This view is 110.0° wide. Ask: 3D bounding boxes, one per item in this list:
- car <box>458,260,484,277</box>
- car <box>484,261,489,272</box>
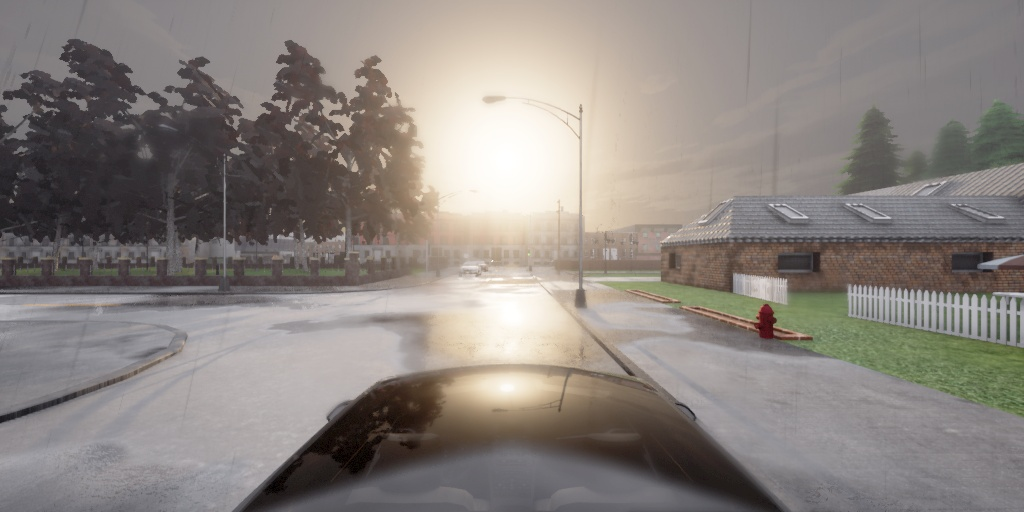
[{"bbox_3d":[-4.088,1.276,35.668,1.812,1.442,4.674,0,0,0],"label":"car"},{"bbox_3d":[-4.060,1.276,45.468,1.812,1.442,4.674,0,0,0],"label":"car"}]
